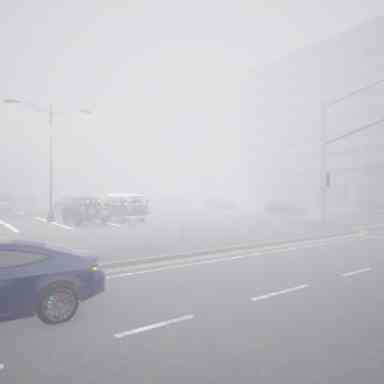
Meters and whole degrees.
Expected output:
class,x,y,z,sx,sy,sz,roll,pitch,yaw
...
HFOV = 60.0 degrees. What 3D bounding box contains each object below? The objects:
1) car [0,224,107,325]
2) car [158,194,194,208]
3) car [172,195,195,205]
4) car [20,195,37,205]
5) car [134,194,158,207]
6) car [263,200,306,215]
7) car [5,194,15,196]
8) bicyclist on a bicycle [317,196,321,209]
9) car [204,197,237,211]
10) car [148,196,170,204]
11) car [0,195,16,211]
class,x,y,z,sx,sy,sz,roll,pitch,yaw
car,-3.805,1.526,5.577,4.674,1.442,1.812,0,0,-36
car,-2.495,1.277,50.746,2.150,2.045,5.566,0,0,-36
car,-1.573,1.407,61.855,2.097,1.767,4.553,0,0,-35
car,-27.224,1.209,55.386,1.932,1.855,4.605,0,0,-35
car,-8.871,1.547,66.054,2.128,1.511,4.902,0,0,-35
car,9.356,1.581,34.107,1.812,1.442,4.674,0,0,-36
car,-29.620,1.212,53.761,1.905,1.878,3.866,0,0,-35
bicyclist on a bicycle,16.570,1.356,42.879,1.656,1.620,0.582,0,0,-35
car,3.599,1.407,42.168,2.097,1.767,4.553,0,0,-35
car,-6.941,1.603,69.385,2.033,1.411,5.357,0,0,-35
car,-21.753,1.451,37.932,1.970,1.475,3.806,0,0,-35
